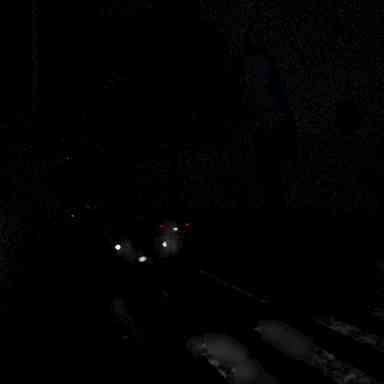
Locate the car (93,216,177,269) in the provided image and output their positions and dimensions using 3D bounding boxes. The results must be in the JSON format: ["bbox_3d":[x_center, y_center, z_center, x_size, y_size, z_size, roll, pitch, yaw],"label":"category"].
[{"bbox_3d":[-2.349,1.726,11.991,1.895,1.301,4.718,0,-1,-23],"label":"car"}]

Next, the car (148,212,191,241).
[{"bbox_3d":[-1.621,1.764,17.567,1.994,1.385,4.181,0,-1,-24],"label":"car"}]

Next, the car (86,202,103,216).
[{"bbox_3d":[-12.497,1.987,41.772,2.097,1.767,4.553,0,-1,-24],"label":"car"}]

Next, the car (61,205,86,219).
[{"bbox_3d":[-13.069,2.089,35.932,2.033,1.411,5.357,0,-1,-23],"label":"car"}]
